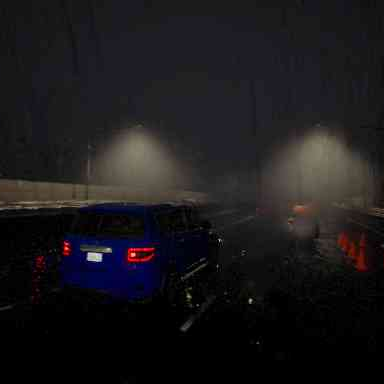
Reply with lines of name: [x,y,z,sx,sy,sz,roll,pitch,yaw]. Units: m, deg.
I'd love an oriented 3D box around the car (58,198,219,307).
car: [-0.901,1.292,8.493,2.150,2.045,5.566,1,0,18]

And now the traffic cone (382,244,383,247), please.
traffic cone: [9.406,2.370,16.111,0.340,0.580,0.340,1,-1,18]

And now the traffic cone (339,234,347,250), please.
traffic cone: [6.880,2.291,14.840,0.340,0.580,0.340,1,-1,18]

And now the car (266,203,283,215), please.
car: [11.082,2.263,44.766,1.882,1.535,5.008,1,-1,18]

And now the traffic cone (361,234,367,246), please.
traffic cone: [8.457,2.349,16.425,0.340,0.580,0.340,1,-1,18]

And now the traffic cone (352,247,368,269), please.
traffic cone: [5.625,2.218,11.043,0.340,0.580,0.340,1,-1,18]

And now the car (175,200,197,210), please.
car: [-0.928,2.058,53.576,1.882,1.535,5.008,1,-1,19]

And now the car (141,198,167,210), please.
car: [-5.698,1.769,50.318,2.097,1.767,4.553,1,-1,19]

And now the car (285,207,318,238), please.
car: [6.794,1.922,20.643,1.812,1.442,4.674,1,-1,18]

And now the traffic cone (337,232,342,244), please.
traffic cone: [7.507,2.328,16.739,0.340,0.580,0.340,1,-1,18]

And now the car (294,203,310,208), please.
car: [15.517,2.279,47.025,2.097,1.767,4.553,1,-1,18]

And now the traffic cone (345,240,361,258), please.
traffic cone: [6.252,2.255,12.942,0.340,0.580,0.340,1,-1,18]

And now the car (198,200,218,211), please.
car: [2.654,2.147,53.262,1.882,1.535,5.008,1,-1,19]
